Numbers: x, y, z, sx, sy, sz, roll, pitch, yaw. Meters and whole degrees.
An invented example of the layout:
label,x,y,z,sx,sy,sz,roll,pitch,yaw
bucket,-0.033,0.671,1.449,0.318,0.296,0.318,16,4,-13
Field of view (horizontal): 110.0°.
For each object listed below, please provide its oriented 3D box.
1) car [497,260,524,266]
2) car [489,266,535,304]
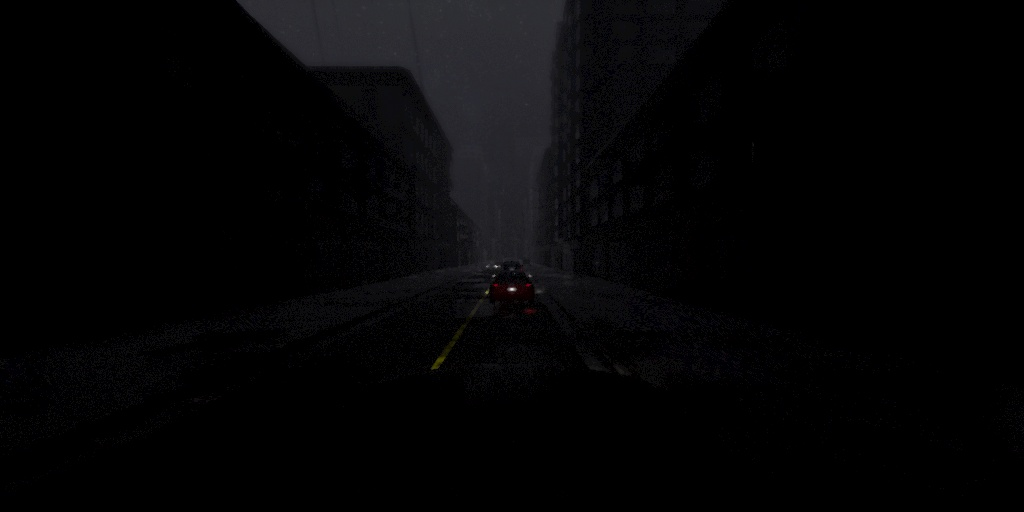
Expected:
label,x,y,z,sx,sy,sz,roll,pitch,yaw
car,0.000,1.122,31.471,2.097,1.767,4.553,0,0,0
car,0.000,1.324,16.501,1.994,1.385,4.181,0,0,0
